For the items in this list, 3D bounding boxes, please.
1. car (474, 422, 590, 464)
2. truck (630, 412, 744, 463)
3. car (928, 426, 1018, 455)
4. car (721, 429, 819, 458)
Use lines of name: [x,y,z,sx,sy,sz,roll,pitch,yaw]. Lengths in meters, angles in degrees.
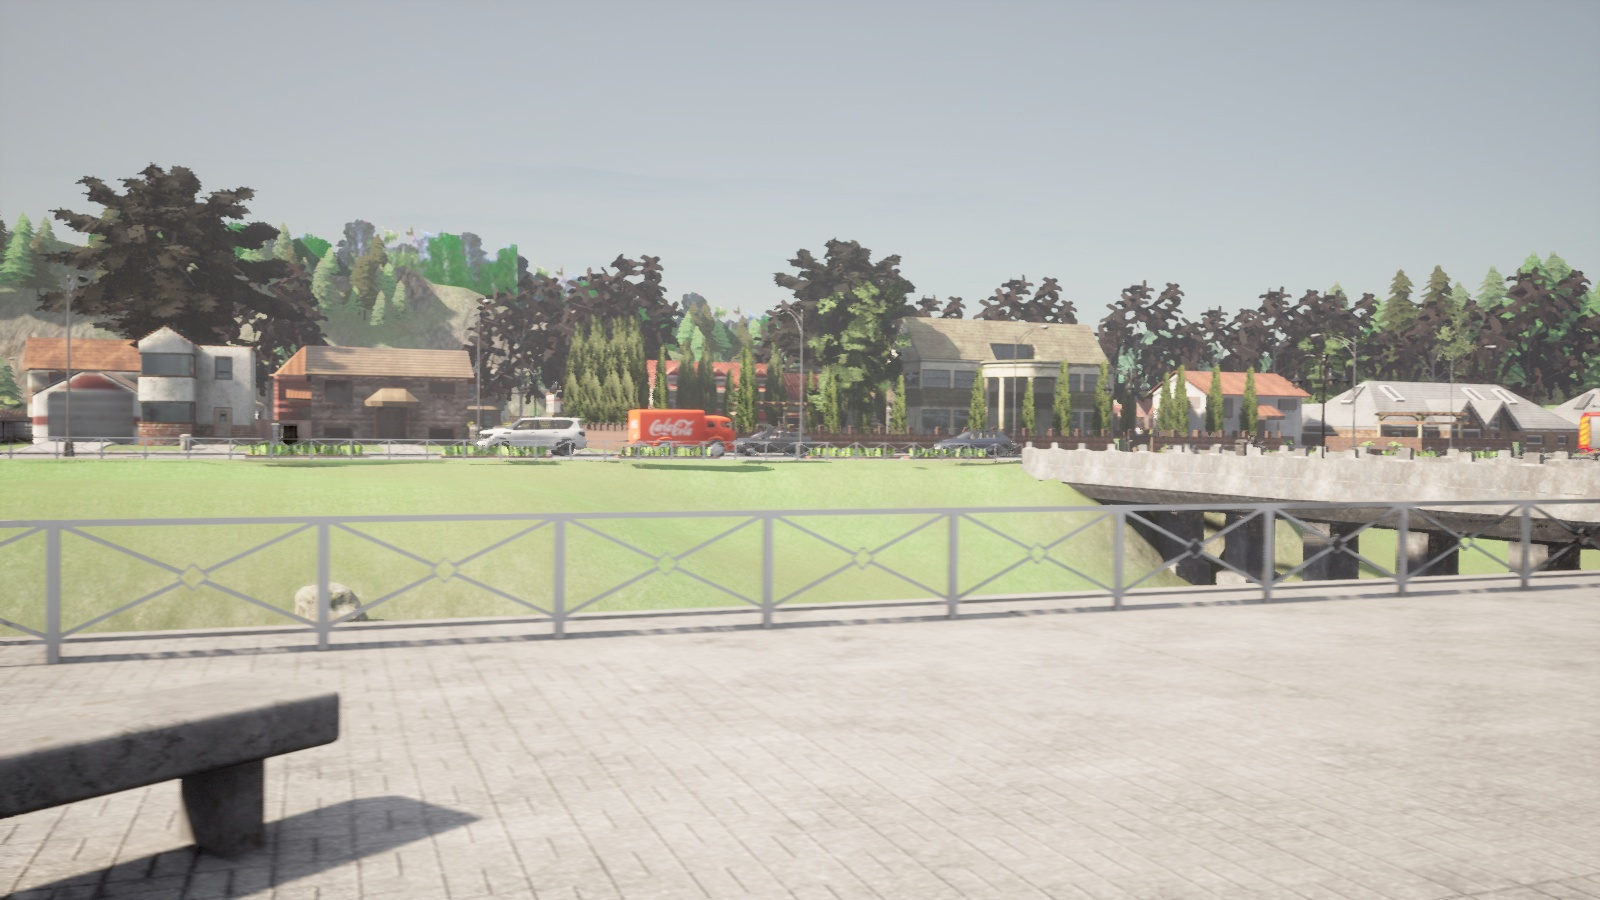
car: [-13.763,-0.384,64.531,5.566,2.045,2.150,-1,1,-21]
truck: [-5.718,-0.657,63.302,5.204,2.467,2.627,-1,1,-21]
car: [10.138,-0.579,73.601,4.856,1.649,2.033,-1,1,-21]
car: [-1.653,-0.353,69.128,4.902,1.511,2.128,-1,1,-21]
